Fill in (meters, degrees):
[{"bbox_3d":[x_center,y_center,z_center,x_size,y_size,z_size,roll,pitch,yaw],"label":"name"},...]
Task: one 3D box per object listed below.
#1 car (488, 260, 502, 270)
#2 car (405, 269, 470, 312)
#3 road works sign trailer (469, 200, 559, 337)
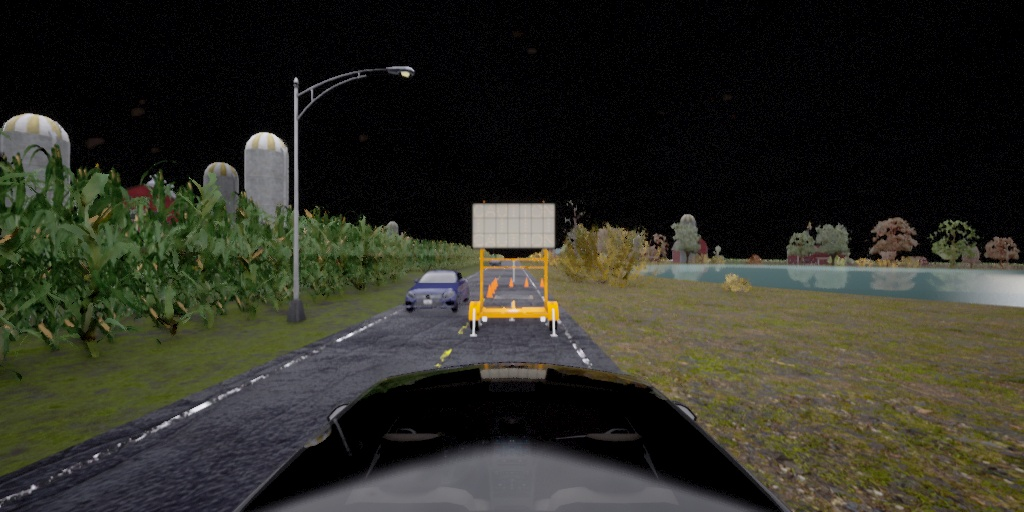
[{"bbox_3d":[-2.558,1.326,54.661,2.033,1.411,5.357,0,0,0],"label":"car"},{"bbox_3d":[-2.779,1.272,14.213,1.812,1.442,4.674,0,0,0],"label":"car"},{"bbox_3d":[0.051,0.210,10.296,2.380,3.560,2.880,0,0,0],"label":"road works sign trailer"}]
